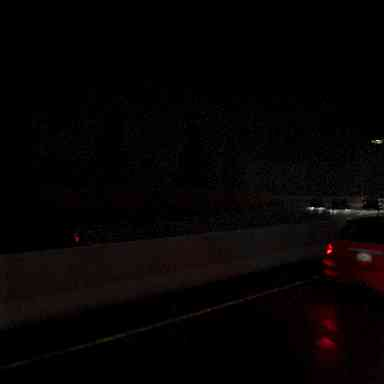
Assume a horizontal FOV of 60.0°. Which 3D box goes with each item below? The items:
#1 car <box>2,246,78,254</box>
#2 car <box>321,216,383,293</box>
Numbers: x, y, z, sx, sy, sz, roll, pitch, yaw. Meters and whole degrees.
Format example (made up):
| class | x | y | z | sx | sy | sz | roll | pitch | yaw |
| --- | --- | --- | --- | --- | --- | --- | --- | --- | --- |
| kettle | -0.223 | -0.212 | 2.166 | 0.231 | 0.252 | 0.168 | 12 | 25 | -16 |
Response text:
| class | x | y | z | sx | sy | sz | roll | pitch | yaw |
| --- | --- | --- | --- | --- | --- | --- | --- | --- | --- |
| car | -5.403 | 1.378 | 8.910 | 4.553 | 1.767 | 2.097 | 0 | 0 | -37 |
| car | 5.151 | 1.359 | 8.207 | 4.553 | 1.767 | 2.097 | 0 | 0 | -41 |
